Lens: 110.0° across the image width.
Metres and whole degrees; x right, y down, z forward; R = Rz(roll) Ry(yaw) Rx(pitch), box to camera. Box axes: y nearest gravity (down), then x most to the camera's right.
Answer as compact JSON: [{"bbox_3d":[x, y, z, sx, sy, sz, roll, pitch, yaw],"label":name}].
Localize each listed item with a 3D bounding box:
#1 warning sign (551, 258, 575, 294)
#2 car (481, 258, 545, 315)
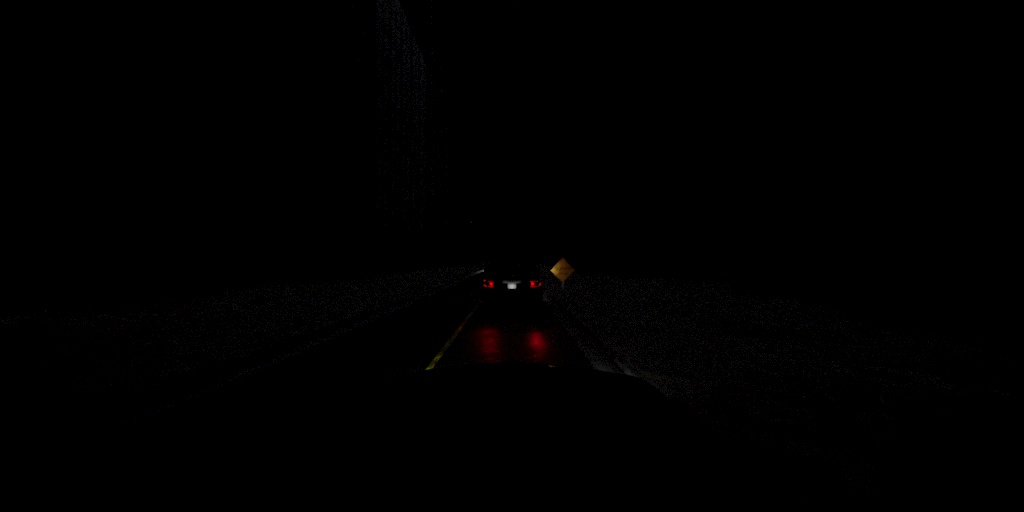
[{"bbox_3d":[2.717,1.035,19.068,1.300,1.860,1.060,0,0,0],"label":"warning sign"},{"bbox_3d":[0.010,1.100,14.455,2.150,2.045,5.566,0,0,0],"label":"car"}]
